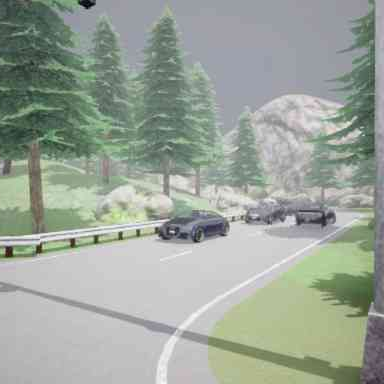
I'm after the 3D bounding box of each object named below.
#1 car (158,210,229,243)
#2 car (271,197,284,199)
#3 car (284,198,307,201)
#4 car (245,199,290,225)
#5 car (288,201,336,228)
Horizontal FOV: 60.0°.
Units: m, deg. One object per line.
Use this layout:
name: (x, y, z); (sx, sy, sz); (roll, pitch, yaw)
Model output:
car: (0.194, 1.581, 16.404); (1.994, 1.385, 4.181); (0, 0, 33)
car: (13.468, 1.550, 53.829); (1.882, 1.535, 5.008); (3, -2, -38)
car: (10.863, 1.537, 33.510); (1.837, 1.490, 4.892); (0, 0, 26)
car: (5.565, 1.516, 24.773); (2.128, 1.511, 4.902); (0, 0, 33)
car: (8.467, 1.574, 22.617); (2.128, 1.511, 4.902); (0, -1, 33)
